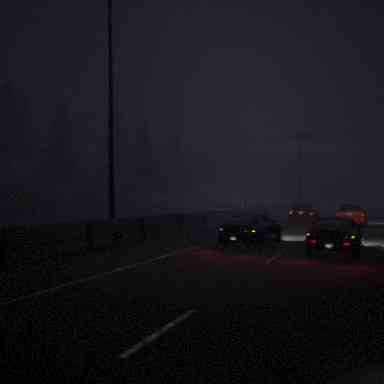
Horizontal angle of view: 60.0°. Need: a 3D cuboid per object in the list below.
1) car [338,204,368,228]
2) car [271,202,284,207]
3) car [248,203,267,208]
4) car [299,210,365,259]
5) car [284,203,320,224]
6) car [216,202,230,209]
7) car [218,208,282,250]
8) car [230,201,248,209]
[{"bbox_3d":[12.641,1.754,26.272,2.097,1.767,4.553,0,-1,28],"label":"car"},{"bbox_3d":[16.183,2.734,62.776,1.837,1.490,4.892,0,-2,29],"label":"car"},{"bbox_3d":[13.052,2.807,64.324,1.895,1.301,4.718,0,-2,29],"label":"car"},{"bbox_3d":[5.814,1.679,13.465,1.812,1.442,4.674,0,0,29],"label":"car"},{"bbox_3d":[9.552,1.734,27.918,2.097,1.767,4.553,0,-1,28],"label":"car"},{"bbox_3d":[6.731,2.699,67.320,2.033,1.411,5.357,0,-2,28],"label":"car"},{"bbox_3d":[2.726,1.658,15.112,1.812,1.442,4.674,0,0,29],"label":"car"},{"bbox_3d":[9.926,2.537,65.900,2.097,1.767,4.553,0,-2,29],"label":"car"}]
